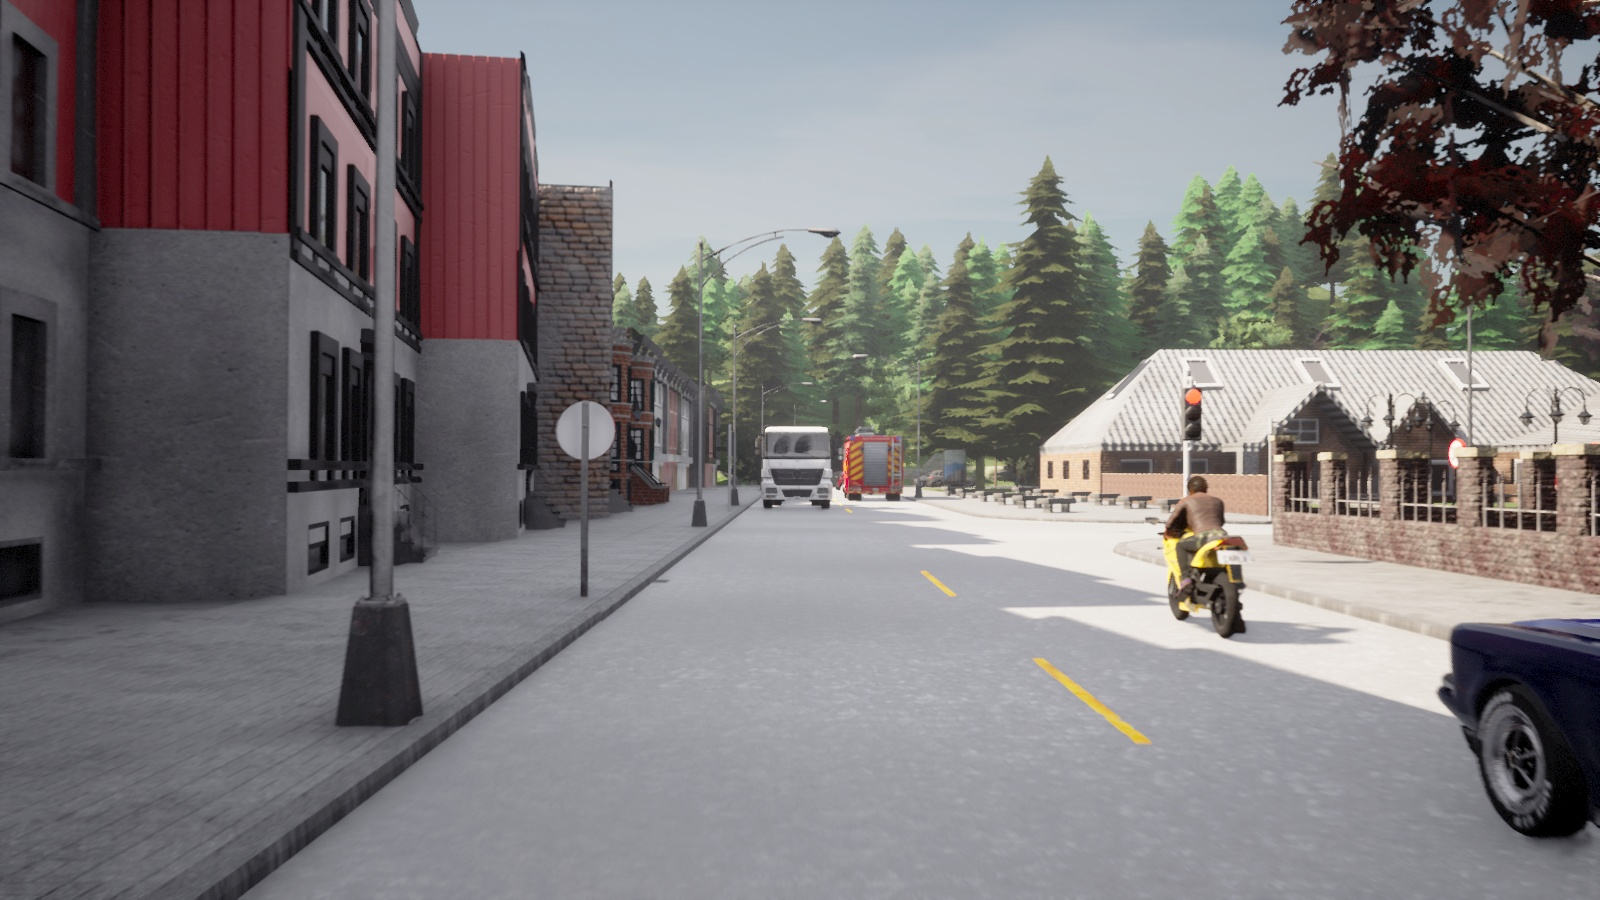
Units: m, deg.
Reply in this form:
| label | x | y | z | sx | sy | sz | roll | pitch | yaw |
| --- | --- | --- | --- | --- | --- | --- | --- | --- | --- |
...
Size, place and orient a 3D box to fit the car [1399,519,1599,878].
| label | x | y | z | sx | sy | sz | roll | pitch | yaw |
| --- | --- | --- | --- | --- | --- | --- | --- | --- | --- |
| car | 3.992 | 0.964 | 4.006 | 1.895 | 1.301 | 4.718 | 0 | -1 | 0 |

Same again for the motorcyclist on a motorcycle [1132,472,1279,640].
| label | x | y | z | sx | sy | sz | roll | pitch | yaw |
| --- | --- | --- | --- | --- | --- | --- | --- | --- | --- |
| motorcyclist on a motorcycle | 3.969 | 0.984 | 12.474 | 0.797 | 1.523 | 2.044 | 0 | -1 | 0 |

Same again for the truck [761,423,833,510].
| label | x | y | z | sx | sy | sz | roll | pitch | yaw |
| --- | --- | --- | --- | --- | --- | --- | --- | --- | --- |
| truck | -0.127 | 0.722 | 54.459 | 2.891 | 3.462 | 7.936 | 0 | -1 | 0 |

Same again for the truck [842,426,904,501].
| label | x | y | z | sx | sy | sz | roll | pitch | yaw |
| --- | --- | --- | --- | --- | --- | --- | --- | --- | --- |
| truck | 3.861 | 0.754 | 68.604 | 2.891 | 3.827 | 8.468 | 0 | -1 | 0 |
